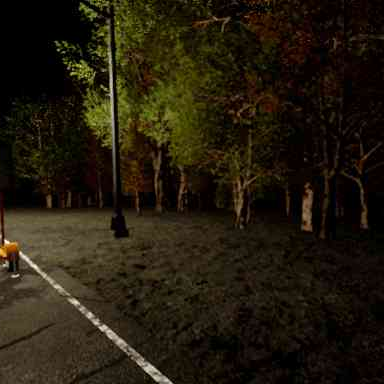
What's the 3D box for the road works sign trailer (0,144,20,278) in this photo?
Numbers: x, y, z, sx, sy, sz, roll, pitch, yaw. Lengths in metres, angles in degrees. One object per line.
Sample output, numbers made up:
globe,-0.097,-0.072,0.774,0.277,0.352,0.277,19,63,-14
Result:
road works sign trailer,-6.173,0.407,8.964,2.380,3.560,2.880,-3,3,-36
